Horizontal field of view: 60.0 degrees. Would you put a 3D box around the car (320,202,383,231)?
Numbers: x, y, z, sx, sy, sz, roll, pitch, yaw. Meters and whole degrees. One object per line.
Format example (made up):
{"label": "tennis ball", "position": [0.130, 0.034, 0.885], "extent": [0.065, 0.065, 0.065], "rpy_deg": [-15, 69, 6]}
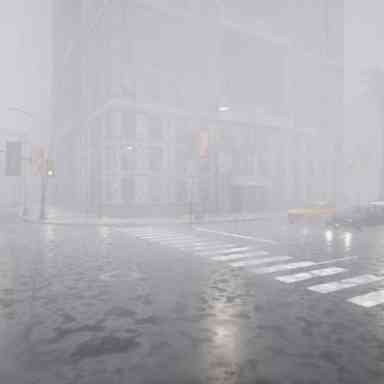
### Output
{"label": "car", "position": [10.808, 1.547, 20.933], "extent": [5.357, 1.411, 2.033], "rpy_deg": [0, 0, -32]}

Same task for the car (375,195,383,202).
{"label": "car", "position": [17.690, 1.221, 29.216], "extent": [5.566, 2.045, 2.150], "rpy_deg": [0, 0, -31]}

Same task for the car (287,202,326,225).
{"label": "car", "position": [8.995, 1.478, 23.924], "extent": [5.008, 1.535, 1.882], "rpy_deg": [0, 0, -32]}
